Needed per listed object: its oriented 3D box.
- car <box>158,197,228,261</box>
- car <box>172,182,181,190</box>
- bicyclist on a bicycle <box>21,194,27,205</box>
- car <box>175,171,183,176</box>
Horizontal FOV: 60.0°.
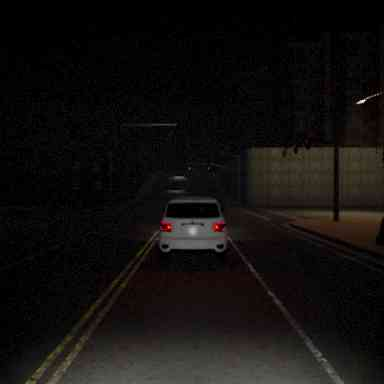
[{"bbox_3d":[0.054,1.175,12.222,2.150,2.045,5.566,0,0,1],"label":"car"},{"bbox_3d":[-3.503,-1.520,74.468,2.033,1.411,5.357,0,13,0],"label":"car"},{"bbox_3d":[-25.264,1.116,49.958,0.582,1.620,1.656,0,1,0],"label":"bicyclist on a bicycle"},{"bbox_3d":[-3.504,-5.114,90.689,1.994,1.385,4.181,0,12,0],"label":"car"}]
